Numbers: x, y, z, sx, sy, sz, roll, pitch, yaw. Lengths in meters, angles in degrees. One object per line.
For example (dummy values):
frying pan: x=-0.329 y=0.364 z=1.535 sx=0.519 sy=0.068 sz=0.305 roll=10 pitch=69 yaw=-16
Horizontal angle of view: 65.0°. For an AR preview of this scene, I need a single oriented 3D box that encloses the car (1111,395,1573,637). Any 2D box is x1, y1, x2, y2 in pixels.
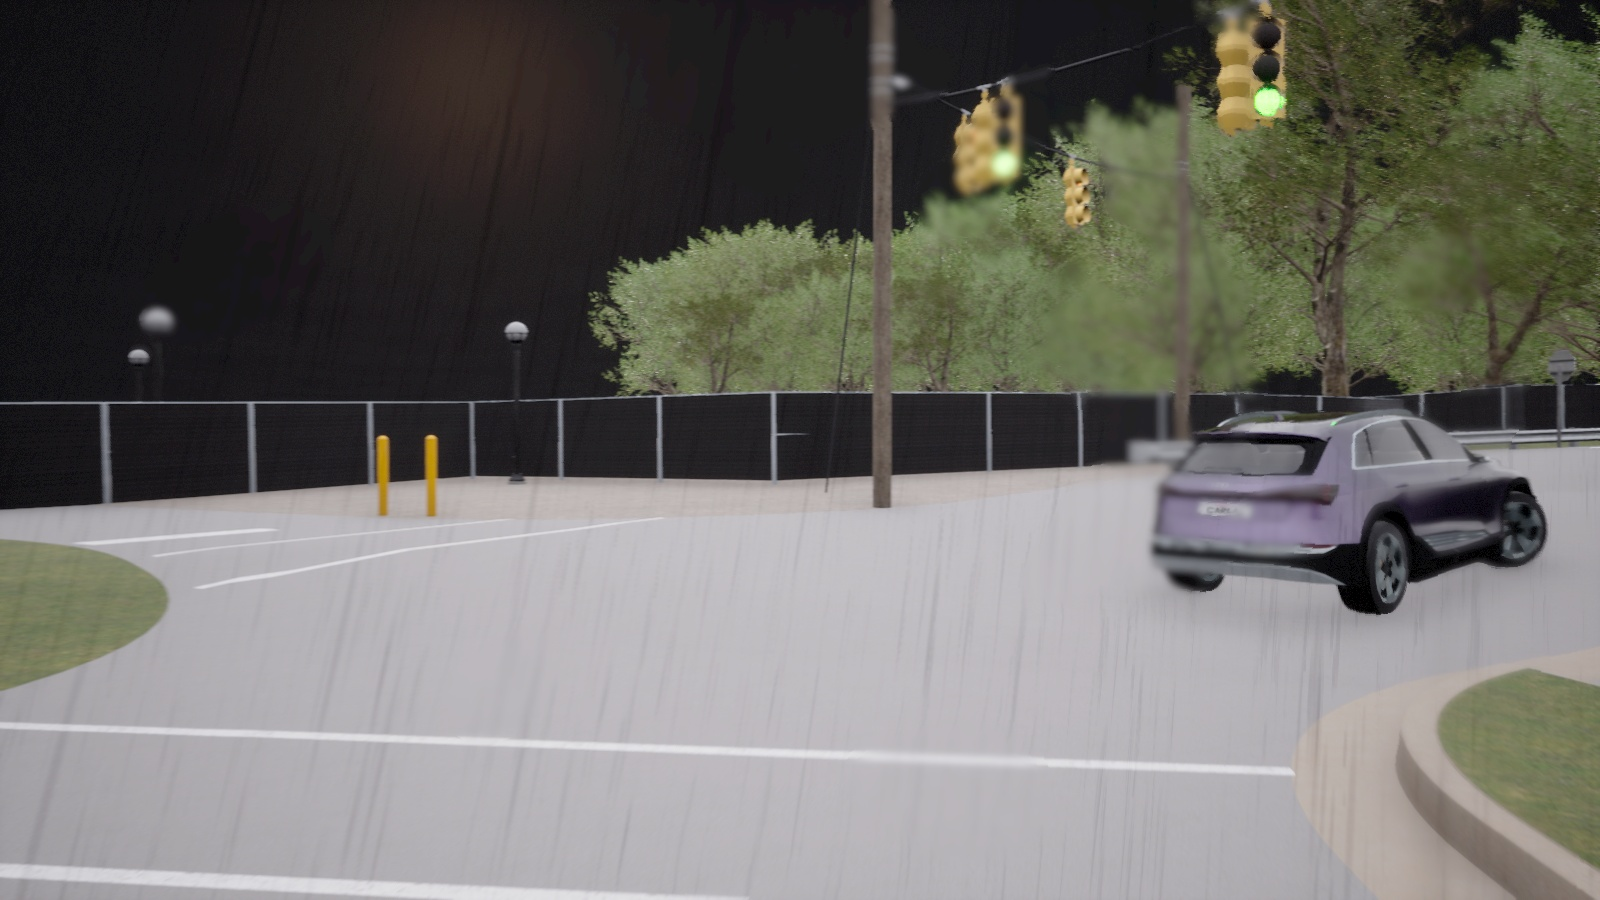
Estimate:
car: x=5.229 y=0.418 z=11.747 sx=4.856 sy=1.649 sz=2.033 roll=-5 pitch=4 yaw=-41
